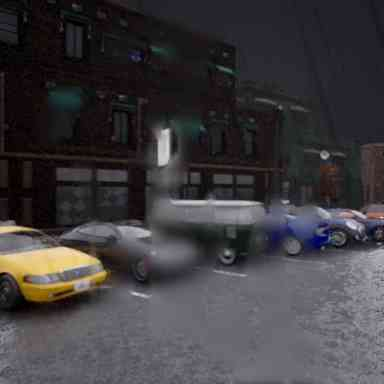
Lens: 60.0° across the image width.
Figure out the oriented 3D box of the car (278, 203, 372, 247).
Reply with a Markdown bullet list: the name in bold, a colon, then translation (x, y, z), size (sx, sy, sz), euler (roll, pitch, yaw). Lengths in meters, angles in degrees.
- **car**: translation (5.288, 1.375, 14.988), size (4.553, 1.767, 2.185), euler (-1, -1, 34)

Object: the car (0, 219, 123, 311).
- **car**: translation (-4.304, 1.482, 7.863), size (5.366, 1.575, 1.946), euler (-1, -1, 34)

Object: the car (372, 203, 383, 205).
- **car**: translation (10.224, 1.382, 18.430), size (4.553, 1.767, 2.185), euler (-1, -1, 35)

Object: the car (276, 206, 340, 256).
- **car**: translation (2.869, 1.497, 13.208), size (5.008, 1.535, 2.097), euler (-1, -1, 34)

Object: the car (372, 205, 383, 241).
- **car**: translation (7.756, 1.544, 16.709), size (4.674, 1.452, 2.002), euler (-1, -1, 34)

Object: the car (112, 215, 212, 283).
- **car**: translation (-2.019, 1.531, 9.724), size (4.674, 1.452, 2.002), euler (-1, -1, 34)

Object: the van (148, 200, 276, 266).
- **van**: translation (0.323, 1.270, 11.533), size (4.442, 1.987, 1.878), euler (-1, -1, 34)
